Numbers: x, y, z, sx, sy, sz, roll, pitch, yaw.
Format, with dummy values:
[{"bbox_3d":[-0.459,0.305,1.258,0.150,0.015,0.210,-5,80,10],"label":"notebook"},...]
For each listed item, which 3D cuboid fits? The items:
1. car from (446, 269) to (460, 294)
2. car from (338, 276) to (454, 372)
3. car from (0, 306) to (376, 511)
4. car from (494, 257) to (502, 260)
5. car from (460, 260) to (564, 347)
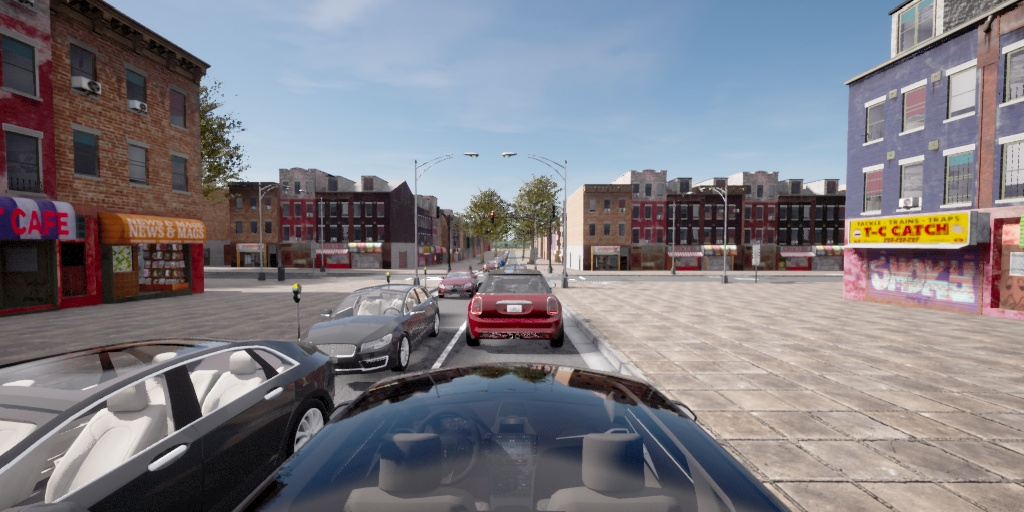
[{"bbox_3d":[-2.613,1.332,18.351,1.802,1.307,4.207,0,0,0],"label":"car"},{"bbox_3d":[-2.631,1.298,7.457,2.007,1.370,4.403,0,0,0],"label":"car"},{"bbox_3d":[-2.640,1.300,2.009,2.007,1.370,4.403,0,0,0],"label":"car"},{"bbox_3d":[-2.568,1.233,45.127,1.967,1.591,4.097,0,0,0],"label":"car"},{"bbox_3d":[0.110,1.099,9.501,2.097,1.767,4.553,0,0,2],"label":"car"}]
